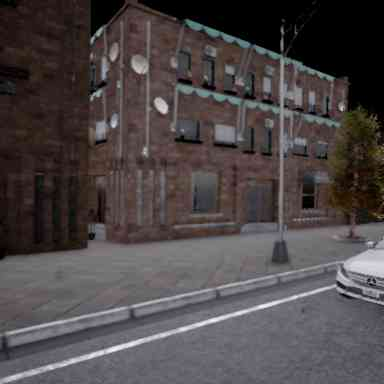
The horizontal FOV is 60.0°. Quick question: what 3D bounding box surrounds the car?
[{"bbox_3d":[5.106,1.544,7.316,4.674,1.442,1.812,0,0,-35],"label":"car"}]
